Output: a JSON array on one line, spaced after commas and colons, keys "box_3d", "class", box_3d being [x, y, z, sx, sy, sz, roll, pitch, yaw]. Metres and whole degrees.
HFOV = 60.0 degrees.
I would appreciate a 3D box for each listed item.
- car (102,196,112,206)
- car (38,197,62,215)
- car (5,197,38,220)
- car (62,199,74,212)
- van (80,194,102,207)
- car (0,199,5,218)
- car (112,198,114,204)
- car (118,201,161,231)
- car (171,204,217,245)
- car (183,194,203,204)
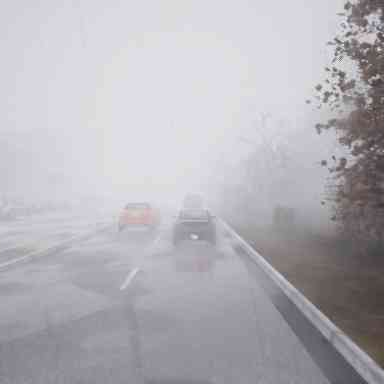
[{"box_3d": [-15.576, 1.538, 55.985, 2.163, 1.488, 4.792, 0, 0, 0], "class": "car"}, {"box_3d": [-15.516, 1.360, 33.821, 2.185, 1.767, 4.553, 0, 0, 0], "class": "car"}, {"box_3d": [-15.503, 1.354, 28.295, 2.185, 1.767, 4.553, 0, 0, 0], "class": "car"}, {"box_3d": [-15.532, 1.531, 39.442, 2.002, 1.452, 4.674, 0, 0, 0], "class": "car"}, {"box_3d": [-15.560, 1.277, 50.373, 1.878, 1.987, 4.442, 0, 0, 0], "class": "van"}, {"box_3d": [-15.489, 1.475, 22.745, 2.231, 1.521, 4.892, 0, 0, 0], "class": "car"}, {"box_3d": [-15.607, 1.554, 61.481, 2.002, 1.452, 4.674, -2, 0, 0], "class": "car"}, {"box_3d": [-3.155, 1.369, 20.873, 2.097, 1.767, 4.553, 0, 0, 0], "class": "car"}, {"box_3d": [0.097, 1.518, 15.512, 1.837, 1.490, 4.892, 0, 0, 0], "class": "car"}, {"box_3d": [0.095, 1.253, 38.583, 2.150, 2.045, 5.566, 0, 0, 0], "class": "car"}]
